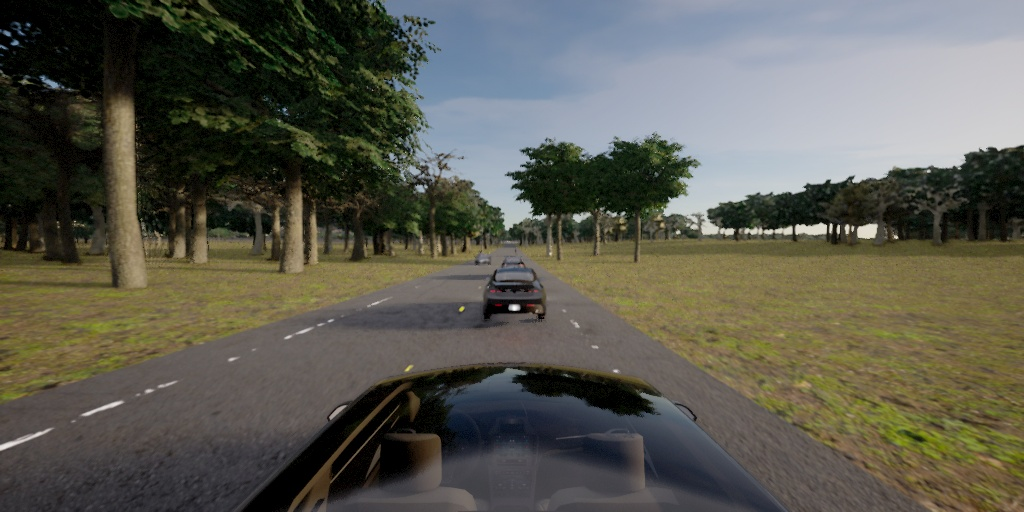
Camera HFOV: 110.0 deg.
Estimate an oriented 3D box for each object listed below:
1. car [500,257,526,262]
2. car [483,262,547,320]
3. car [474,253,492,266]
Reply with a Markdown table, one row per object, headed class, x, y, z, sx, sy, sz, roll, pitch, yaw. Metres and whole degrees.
| class | x | y | z | sx | sy | sz | roll | pitch | yaw |
| --- | --- | --- | --- | --- | --- | --- | --- | --- | --- |
| car | 0.089 | 0.794 | 27.850 | 2.128 | 1.511 | 4.902 | 0 | 1 | 0 |
| car | 0.084 | 1.110 | 11.926 | 1.837 | 1.490 | 4.892 | 0 | 0 | 0 |
| car | -3.577 | 0.382 | 44.809 | 2.128 | 1.511 | 4.902 | 0 | 1 | 0 |
